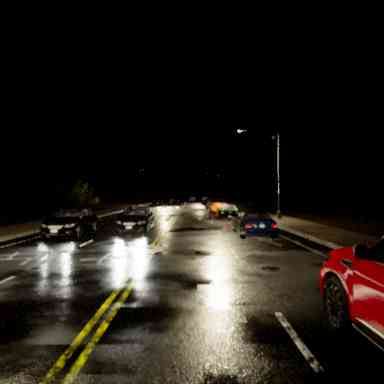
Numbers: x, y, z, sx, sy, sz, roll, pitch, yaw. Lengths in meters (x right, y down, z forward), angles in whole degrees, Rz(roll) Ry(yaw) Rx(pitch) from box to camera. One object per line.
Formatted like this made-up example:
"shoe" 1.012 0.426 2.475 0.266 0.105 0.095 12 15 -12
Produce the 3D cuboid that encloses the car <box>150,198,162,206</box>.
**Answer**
"car" -6.556 1.949 60.659 1.837 1.490 4.892 0 0 1

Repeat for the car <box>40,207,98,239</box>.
"car" -6.604 1.630 18.386 2.128 1.511 4.902 0 0 0

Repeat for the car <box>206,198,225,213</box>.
"car" 3.240 1.662 41.708 2.097 1.767 4.553 0 0 0

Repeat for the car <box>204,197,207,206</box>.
"car" 3.237 1.915 52.737 1.812 1.442 4.674 0 0 0

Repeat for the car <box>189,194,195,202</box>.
"car" -0.023 2.019 94.148 1.882 1.535 5.008 0 0 0

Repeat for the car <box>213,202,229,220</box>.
"car" 3.243 1.830 30.767 1.895 1.301 4.718 0 0 0

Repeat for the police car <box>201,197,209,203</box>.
"police car" 3.229 2.048 85.846 1.930 1.638 5.238 0 0 0

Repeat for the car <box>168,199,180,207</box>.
"car" -3.304 2.015 61.511 1.994 1.385 4.181 0 0 1

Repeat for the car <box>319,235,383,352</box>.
"car" 3.350 1.253 3.624 2.150 2.045 5.566 0 0 0

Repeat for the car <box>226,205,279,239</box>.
"car" 3.343 1.686 18.351 2.033 1.411 5.357 0 0 0

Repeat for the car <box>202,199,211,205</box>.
"car" 3.232 2.146 74.765 1.895 1.301 4.718 0 0 0

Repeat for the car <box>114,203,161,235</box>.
"car" -3.354 1.643 20.168 2.128 1.511 4.902 0 0 0

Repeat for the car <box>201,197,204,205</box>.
"car" 3.234 1.899 63.737 2.033 1.649 4.856 0 0 0
